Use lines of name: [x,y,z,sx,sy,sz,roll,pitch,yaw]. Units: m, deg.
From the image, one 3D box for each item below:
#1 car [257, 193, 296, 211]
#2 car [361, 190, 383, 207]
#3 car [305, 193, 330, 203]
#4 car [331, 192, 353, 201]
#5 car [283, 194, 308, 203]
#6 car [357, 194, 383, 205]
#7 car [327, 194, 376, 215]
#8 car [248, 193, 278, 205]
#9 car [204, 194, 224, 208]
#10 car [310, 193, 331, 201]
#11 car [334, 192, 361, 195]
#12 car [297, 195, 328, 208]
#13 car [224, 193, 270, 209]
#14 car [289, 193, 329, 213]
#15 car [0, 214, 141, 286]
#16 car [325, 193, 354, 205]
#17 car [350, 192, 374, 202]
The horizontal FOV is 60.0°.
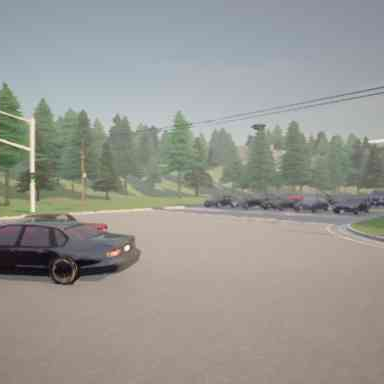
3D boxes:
car: [8.863,1.130,33.857,1.994,1.385,4.181,1,1,42]
car: [20.955,0.752,36.696,2.150,2.045,5.566,1,1,42]
car: [18.808,0.927,49.842,1.994,1.385,4.181,1,1,43]
car: [25.887,0.746,57.303,1.882,1.535,5.008,1,1,43]
car: [16.223,0.934,52.176,1.895,1.301,4.718,1,1,43]
car: [24.674,0.960,45.931,2.033,1.411,5.357,1,1,43]
car: [14.078,1.173,29.188,2.033,1.411,5.357,1,1,42]
car: [9.684,0.927,45.102,1.837,1.490,4.892,1,1,43]
car: [3.345,1.015,38.193,1.837,1.490,4.892,1,1,42]
car: [23.055,0.841,59.437,1.895,1.301,4.718,1,1,43]
car: [17.787,1.056,38.422,2.033,1.411,5.357,1,1,42]
car: [14.542,1.051,40.054,1.994,1.385,4.181,1,1,42]
car: [6.014,1.031,35.928,2.128,1.511,4.902,1,1,42]
car: [11.326,1.124,31.344,1.812,1.442,4.674,1,1,43]
car: [-4.095,1.434,8.631,5.357,1.411,2.033,0,1,9]
car: [20.831,0.948,46.894,2.033,1.411,5.357,1,1,43]
car: [27.721,0.800,54.147,4.902,1.511,2.128,-1,1,-44]
